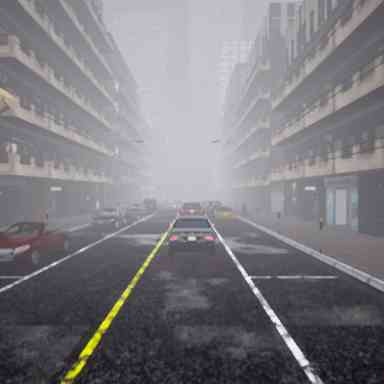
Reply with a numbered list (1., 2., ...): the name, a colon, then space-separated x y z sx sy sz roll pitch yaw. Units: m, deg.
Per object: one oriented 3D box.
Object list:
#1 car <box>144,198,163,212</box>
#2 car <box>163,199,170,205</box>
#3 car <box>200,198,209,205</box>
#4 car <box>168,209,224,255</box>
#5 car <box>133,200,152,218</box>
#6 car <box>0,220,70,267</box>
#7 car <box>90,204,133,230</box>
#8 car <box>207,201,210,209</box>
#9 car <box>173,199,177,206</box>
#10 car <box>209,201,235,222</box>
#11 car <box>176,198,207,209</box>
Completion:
1. car: -5.712 1.740 45.418 2.192 1.841 5.009 -1 -1 0
2. car: -5.714 2.240 73.424 2.008 1.369 4.403 -1 -1 0
3. car: 2.985 2.276 79.809 1.812 1.442 4.674 0 -1 0
4. car: -0.002 1.679 13.983 2.033 1.411 5.357 0 -1 0
5. car: -5.707 1.871 34.212 2.008 1.369 4.403 -1 -1 0
6. car: -5.702 1.693 11.804 1.802 1.307 4.206 -1 -1 0
7. car: -5.704 1.766 23.009 2.008 1.369 4.403 -1 -1 0
8. car: 2.673 1.885 34.184 1.947 1.339 4.313 -1 -1 0
9. car: -3.013 2.215 70.977 1.994 1.385 4.181 0 -1 0
10. car: 2.674 1.794 28.753 1.752 1.417 4.829 -1 -1 0
11. car: -0.003 1.622 29.070 2.097 1.767 4.553 0 -1 0
